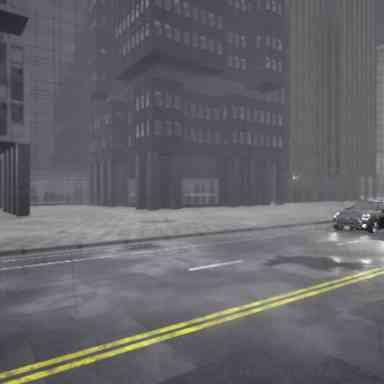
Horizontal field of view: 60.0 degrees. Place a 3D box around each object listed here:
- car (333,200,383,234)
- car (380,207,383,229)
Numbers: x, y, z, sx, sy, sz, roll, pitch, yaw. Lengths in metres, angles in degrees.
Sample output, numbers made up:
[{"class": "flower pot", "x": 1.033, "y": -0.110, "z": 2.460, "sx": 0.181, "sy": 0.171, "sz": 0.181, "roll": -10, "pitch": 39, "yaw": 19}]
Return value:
[{"class": "car", "x": 9.905, "y": 1.256, "z": 18.593, "sx": 4.553, "sy": 1.767, "sz": 2.097, "roll": 0, "pitch": 0, "yaw": -35}, {"class": "car", "x": 10.845, "y": 1.474, "z": 15.286, "sx": 4.181, "sy": 1.385, "sz": 1.994, "roll": 0, "pitch": 0, "yaw": -35}]
